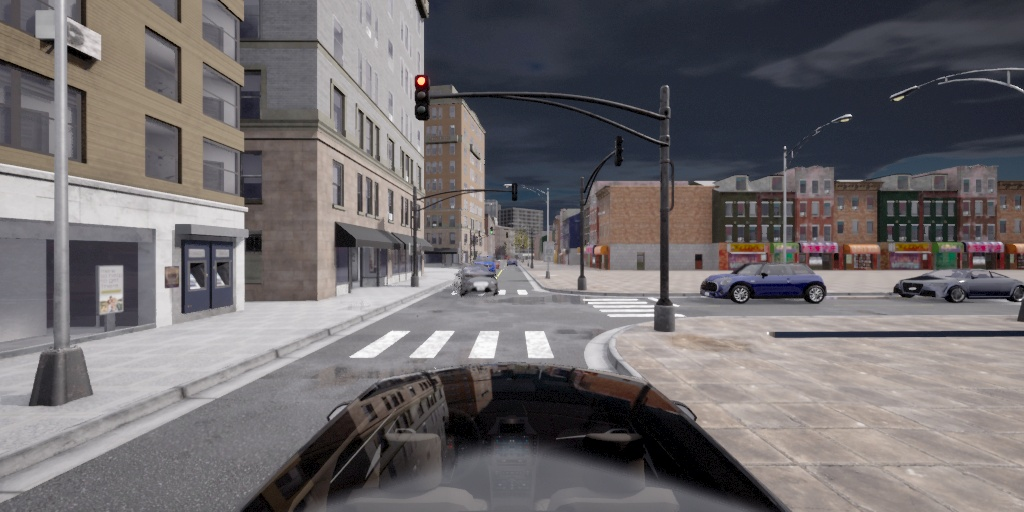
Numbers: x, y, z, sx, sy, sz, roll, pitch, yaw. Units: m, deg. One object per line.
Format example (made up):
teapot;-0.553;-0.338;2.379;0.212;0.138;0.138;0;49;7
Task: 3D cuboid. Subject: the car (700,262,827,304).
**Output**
car;10.741;1.054;15.590;4.553;1.767;2.097;0;0;1

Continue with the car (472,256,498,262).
car;-2.887;0.978;37.763;2.150;2.045;5.566;0;0;0

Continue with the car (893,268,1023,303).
car;19.420;1.233;15.618;4.181;1.385;1.994;0;0;0

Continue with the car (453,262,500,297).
car;-2.027;1.243;19.011;2.128;1.511;4.902;0;0;-14
